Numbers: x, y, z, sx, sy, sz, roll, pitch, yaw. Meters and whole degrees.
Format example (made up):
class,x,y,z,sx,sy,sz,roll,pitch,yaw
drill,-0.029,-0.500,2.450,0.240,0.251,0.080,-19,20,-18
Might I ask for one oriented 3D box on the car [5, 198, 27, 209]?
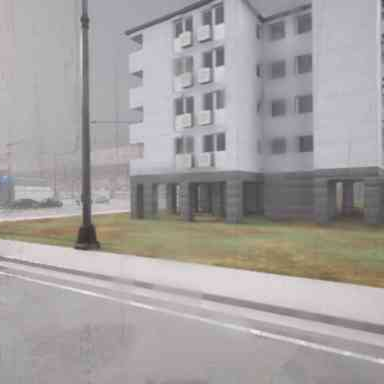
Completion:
class,x,y,z,sx,sy,sz,roll,pitch,yaw
car,-24.619,1.700,48.339,1.837,1.490,4.892,0,0,25

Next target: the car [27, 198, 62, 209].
class,x,y,z,sx,sy,sz,roll,pitch,yaw
car,-20.894,1.678,48.101,1.812,1.442,4.674,0,0,23

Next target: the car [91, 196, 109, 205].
class,x,y,z,sx,sy,sz,roll,pitch,yaw
car,-17.052,1.631,63.145,1.837,1.490,4.892,0,1,0

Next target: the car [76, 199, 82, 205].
class,x,y,z,sx,sy,sz,roll,pitch,yaw
car,-20.609,1.783,63.827,1.895,1.301,4.718,-1,0,2
